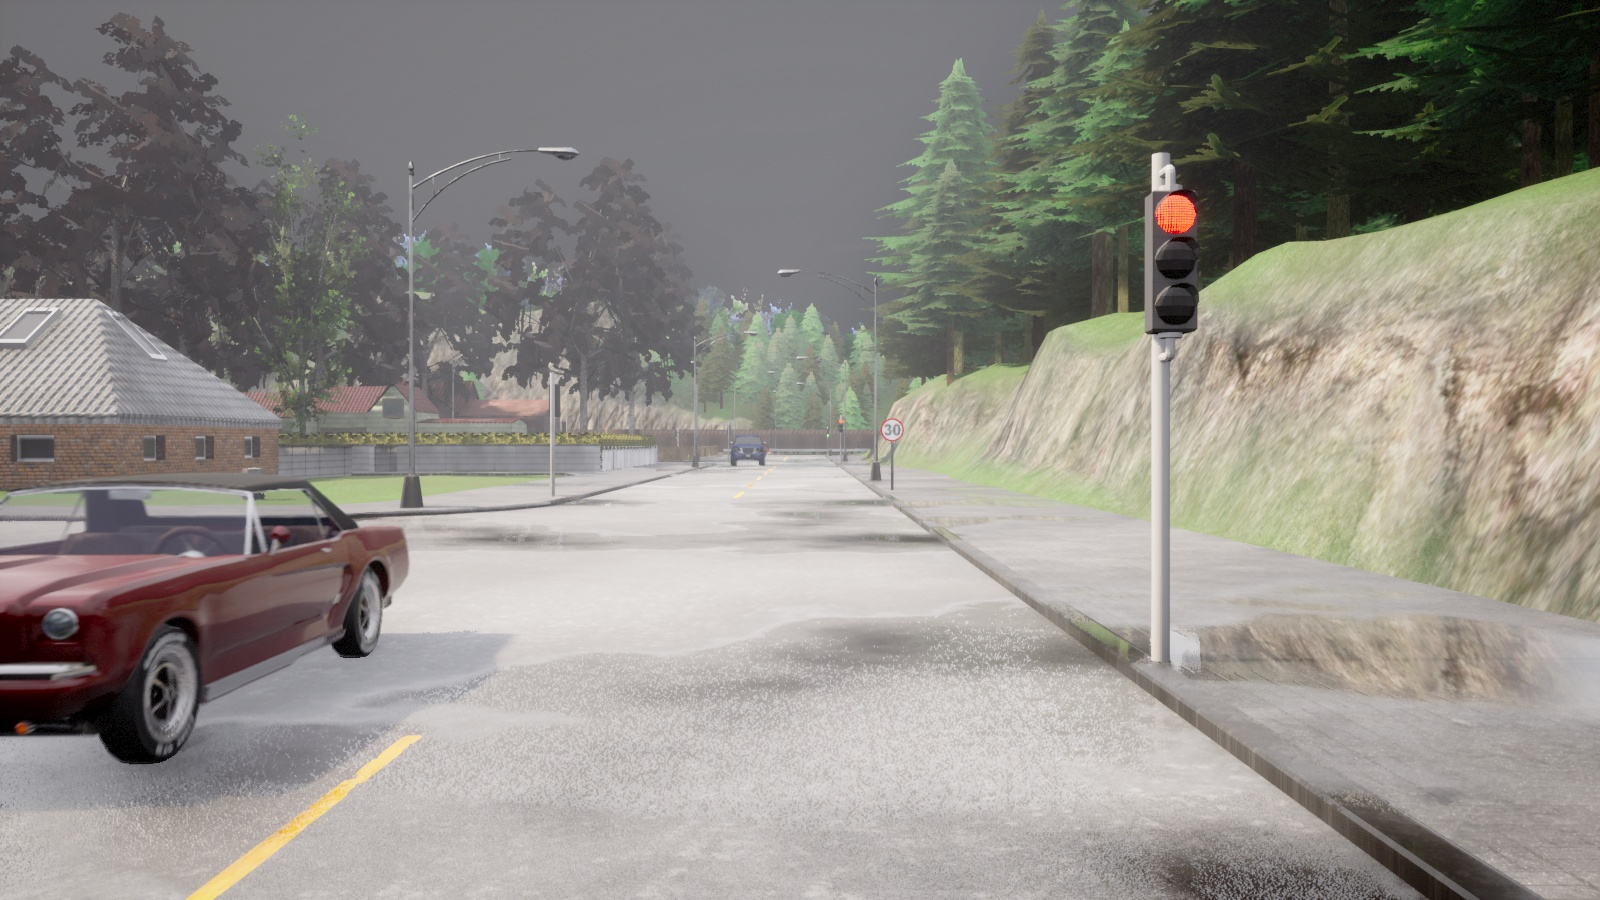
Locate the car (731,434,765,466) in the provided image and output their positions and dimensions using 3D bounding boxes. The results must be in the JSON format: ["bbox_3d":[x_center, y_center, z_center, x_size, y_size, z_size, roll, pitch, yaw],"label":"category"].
[{"bbox_3d":[-3.423,-0.003,82.561,2.150,2.045,5.566,0,0,-2],"label":"car"}]

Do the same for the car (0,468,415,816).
[{"bbox_3d":[-3.893,0.802,7.379,1.895,1.301,4.718,0,0,-1],"label":"car"}]
